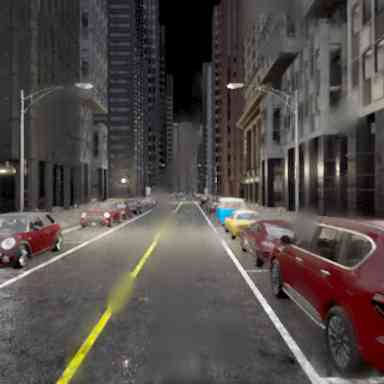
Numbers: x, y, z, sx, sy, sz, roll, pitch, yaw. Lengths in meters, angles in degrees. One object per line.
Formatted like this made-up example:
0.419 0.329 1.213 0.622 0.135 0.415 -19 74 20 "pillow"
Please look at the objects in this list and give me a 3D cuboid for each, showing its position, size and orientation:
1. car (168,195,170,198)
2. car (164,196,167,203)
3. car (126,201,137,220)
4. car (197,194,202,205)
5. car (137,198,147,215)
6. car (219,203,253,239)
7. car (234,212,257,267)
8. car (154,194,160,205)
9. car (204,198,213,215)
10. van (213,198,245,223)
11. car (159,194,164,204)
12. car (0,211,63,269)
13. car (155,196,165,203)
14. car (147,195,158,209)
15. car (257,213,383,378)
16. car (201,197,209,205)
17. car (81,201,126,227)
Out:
-6.446 1.464 72.398 1.752 1.417 4.829 0 0 -1 "car"
-6.340 1.263 61.366 2.192 1.841 5.009 0 0 -1 "car"
-6.016 1.563 27.756 1.802 1.307 4.206 0 0 -1 "car"
2.238 1.478 55.864 1.887 1.381 4.507 0 0 -1 "car"
-6.070 1.541 33.358 1.947 1.339 4.313 0 0 -1 "car"
2.615 1.498 16.821 1.752 1.417 4.829 0 0 -1 "car"
2.670 1.562 11.049 1.802 1.307 4.206 0 0 -1 "car"
-6.231 1.484 49.992 1.752 1.417 4.829 0 0 -1 "car"
2.454 1.536 33.457 1.802 1.307 4.206 0 0 -1 "car"
2.562 1.308 22.252 1.690 1.788 3.998 0 0 -1 "van"
-6.286 1.498 55.764 1.887 1.381 4.507 0 0 -1 "car"
-5.854 1.440 10.953 1.967 1.590 4.097 0 0 -1 "car"
-6.393 1.469 66.797 1.752 1.417 4.829 0 0 -1 "car"
-6.178 1.514 44.561 2.008 1.369 4.403 0 0 -1 "car"
2.724 1.301 5.447 2.192 1.841 5.009 0 0 -1 "car"
2.400 1.531 39.058 1.802 1.307 4.206 0 0 -1 "car"
-5.962 1.427 22.155 1.967 1.590 4.097 0 0 -1 "car"
